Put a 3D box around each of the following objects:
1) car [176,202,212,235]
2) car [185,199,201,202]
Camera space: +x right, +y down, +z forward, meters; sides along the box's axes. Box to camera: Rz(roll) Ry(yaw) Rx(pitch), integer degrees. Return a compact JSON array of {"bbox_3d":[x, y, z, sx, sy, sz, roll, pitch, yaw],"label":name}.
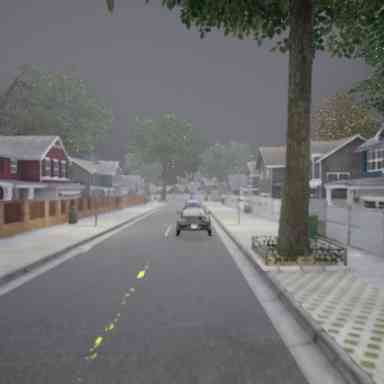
[{"bbox_3d":[0.097,1.502,18.477,1.812,1.442,4.674,0,0,0],"label":"car"},{"bbox_3d":[0.103,1.501,38.414,1.812,1.442,4.674,0,0,0],"label":"car"}]
